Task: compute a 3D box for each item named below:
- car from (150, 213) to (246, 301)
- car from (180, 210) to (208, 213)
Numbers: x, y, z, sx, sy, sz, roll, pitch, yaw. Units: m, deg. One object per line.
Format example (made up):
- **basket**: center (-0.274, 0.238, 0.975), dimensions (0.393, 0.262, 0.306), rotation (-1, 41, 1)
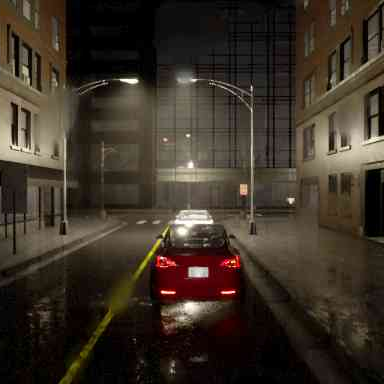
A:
- **car**: center (0.109, 1.504, 8.401), dimensions (2.163, 1.488, 4.792), rotation (0, 0, 0)
- **car**: center (0.100, 1.602, 17.417), dimensions (1.895, 1.301, 4.718), rotation (0, 0, 0)
